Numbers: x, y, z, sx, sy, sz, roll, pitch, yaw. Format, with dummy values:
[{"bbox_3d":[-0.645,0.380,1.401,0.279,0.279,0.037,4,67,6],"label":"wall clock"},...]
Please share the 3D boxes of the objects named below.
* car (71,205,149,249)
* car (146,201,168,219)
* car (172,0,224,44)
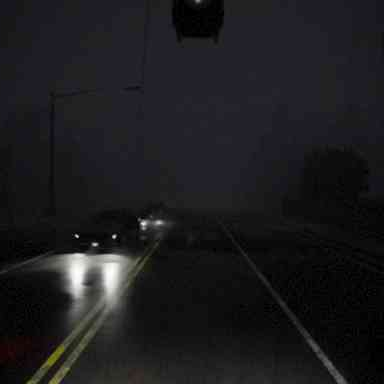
[{"bbox_3d":[-3.421,1.497,14.527,2.033,1.411,5.357,0,0,1],"label":"car"},{"bbox_3d":[-3.139,1.514,28.796,2.033,1.411,5.357,1,0,1],"label":"car"},{"bbox_3d":[0.229,-6.895,12.874,1.812,1.442,4.674,1,14,1],"label":"car"}]
